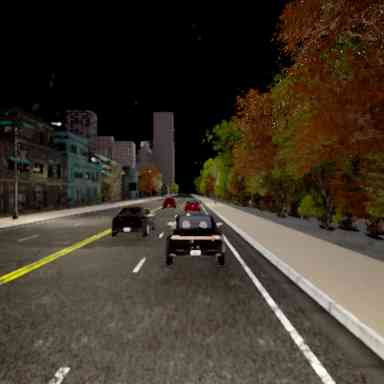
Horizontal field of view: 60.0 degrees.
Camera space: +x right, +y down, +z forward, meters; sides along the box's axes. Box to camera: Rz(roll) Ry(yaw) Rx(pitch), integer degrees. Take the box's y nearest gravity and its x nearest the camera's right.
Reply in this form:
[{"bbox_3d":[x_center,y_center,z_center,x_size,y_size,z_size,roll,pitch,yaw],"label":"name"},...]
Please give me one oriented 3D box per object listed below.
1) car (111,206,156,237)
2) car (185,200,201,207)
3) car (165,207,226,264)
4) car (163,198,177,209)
[{"bbox_3d":[-3.148,1.556,18.509,1.837,1.490,4.892,0,0,0],"label":"car"},{"bbox_3d":[0.103,1.677,42.534,1.994,1.385,4.181,0,0,0],"label":"car"},{"bbox_3d":[0.102,1.525,11.920,2.128,1.511,4.902,0,0,0],"label":"car"},{"bbox_3d":[-3.147,1.653,47.826,1.812,1.442,4.674,0,0,0],"label":"car"}]
